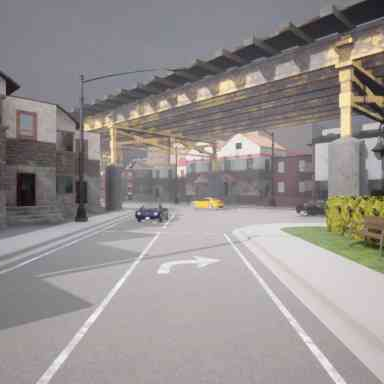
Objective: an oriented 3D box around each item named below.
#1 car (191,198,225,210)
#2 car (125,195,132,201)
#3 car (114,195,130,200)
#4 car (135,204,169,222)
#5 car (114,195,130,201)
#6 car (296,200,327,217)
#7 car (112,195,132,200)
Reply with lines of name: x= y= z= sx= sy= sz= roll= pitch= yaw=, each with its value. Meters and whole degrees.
car: x=2.021 y=1.477 z=43.738 sx=1.882 sy=1.535 sz=5.008 roll=0 pitch=0 yaw=-45
car: x=-16.927 y=1.452 z=80.105 sx=4.974 sy=1.542 sz=2.038 roll=0 pitch=0 yaw=-15
car: x=-17.595 y=1.295 z=83.823 sx=1.853 sy=1.218 sz=4.536 roll=0 pitch=0 yaw=15
car: x=-3.019 y=1.601 z=26.124 sx=1.895 sy=1.301 sz=4.718 roll=0 pitch=0 yaw=4
car: x=-17.608 y=1.452 z=83.773 sx=2.038 sy=1.542 sz=4.974 roll=0 pitch=0 yaw=15
car: x=11.582 y=1.504 z=29.243 sx=1.837 sy=1.490 sz=4.892 roll=1 pitch=-1 yaw=-43
car: x=-16.876 y=1.295 z=80.118 sx=4.536 sy=1.218 sz=1.853 roll=0 pitch=0 yaw=-15
